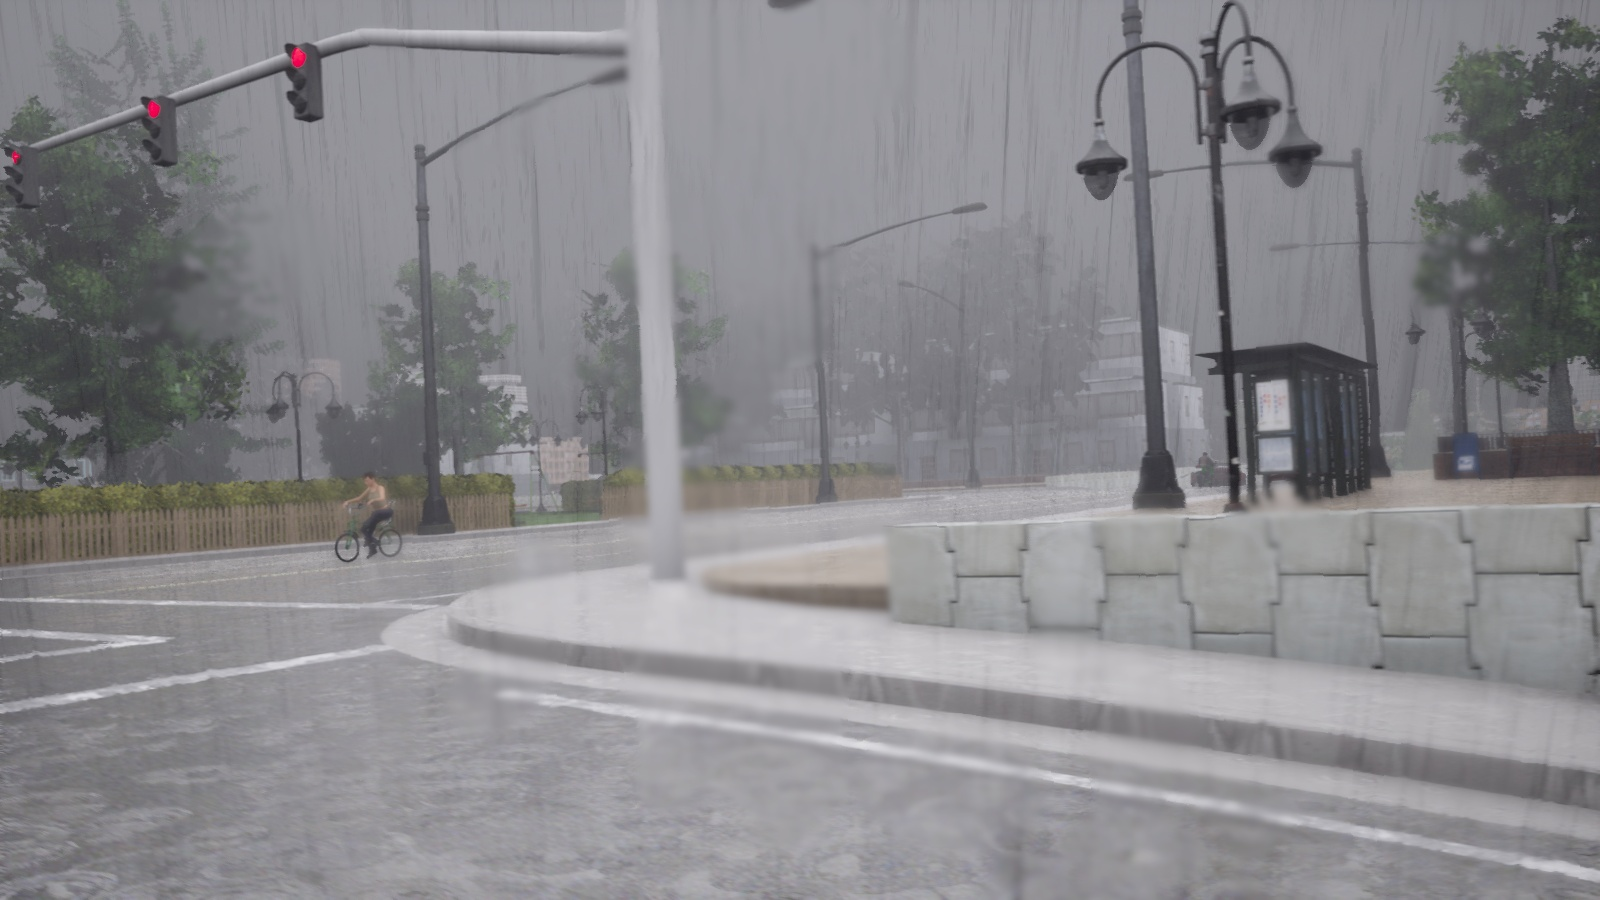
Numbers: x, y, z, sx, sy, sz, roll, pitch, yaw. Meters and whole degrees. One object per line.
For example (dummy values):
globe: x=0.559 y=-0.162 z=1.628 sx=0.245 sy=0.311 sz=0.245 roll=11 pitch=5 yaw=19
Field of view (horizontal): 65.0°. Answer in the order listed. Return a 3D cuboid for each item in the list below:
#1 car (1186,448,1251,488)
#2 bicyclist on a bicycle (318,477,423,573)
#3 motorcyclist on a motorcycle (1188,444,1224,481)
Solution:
car: x=22.389 y=0.986 z=67.116 sx=1.882 sy=1.535 sz=5.008 roll=-5 pitch=-9 yaw=34
bicyclist on a bicycle: x=-7.852 y=1.357 z=23.001 sx=0.866 sy=1.612 sz=1.509 roll=-5 pitch=-2 yaw=35
motorcyclist on a motorcycle: x=17.353 y=0.528 z=53.638 sx=0.797 sy=1.523 sz=2.044 roll=-5 pitch=-3 yaw=34
